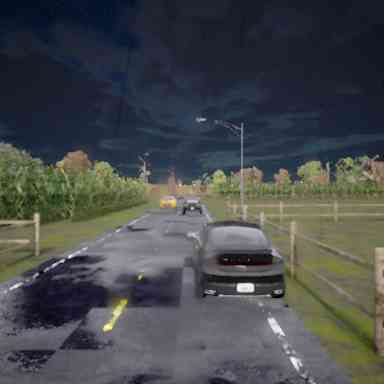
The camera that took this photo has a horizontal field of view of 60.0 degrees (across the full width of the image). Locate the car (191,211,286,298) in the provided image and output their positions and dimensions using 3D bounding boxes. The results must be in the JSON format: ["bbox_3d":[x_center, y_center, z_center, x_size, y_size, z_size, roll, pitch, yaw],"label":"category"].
[{"bbox_3d":[0.961,1.465,8.395,1.837,1.490,4.892,0,0,0],"label":"car"}]

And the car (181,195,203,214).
[{"bbox_3d":[0.060,1.357,33.334,1.812,1.442,4.674,0,0,1],"label":"car"}]

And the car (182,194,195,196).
[{"bbox_3d":[0.047,1.111,45.556,2.097,1.767,4.553,0,0,0],"label":"car"}]

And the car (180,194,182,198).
[{"bbox_3d":[-2.758,1.091,82.922,1.994,1.385,4.181,0,0,0],"label":"car"}]

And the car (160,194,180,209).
[{"bbox_3d":[-2.849,1.267,40.699,1.882,1.535,5.008,0,0,0],"label":"car"}]
